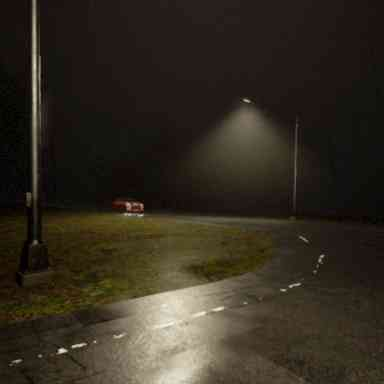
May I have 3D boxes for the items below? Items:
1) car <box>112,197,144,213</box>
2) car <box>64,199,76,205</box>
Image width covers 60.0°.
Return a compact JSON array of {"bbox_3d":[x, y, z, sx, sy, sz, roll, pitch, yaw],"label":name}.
[{"bbox_3d":[-7.063,1.380,36.557,2.097,1.767,4.553,4,-3,-35],"label":"car"},{"bbox_3d":[-29.716,2.517,81.306,1.994,1.385,4.181,4,-3,-35],"label":"car"}]
